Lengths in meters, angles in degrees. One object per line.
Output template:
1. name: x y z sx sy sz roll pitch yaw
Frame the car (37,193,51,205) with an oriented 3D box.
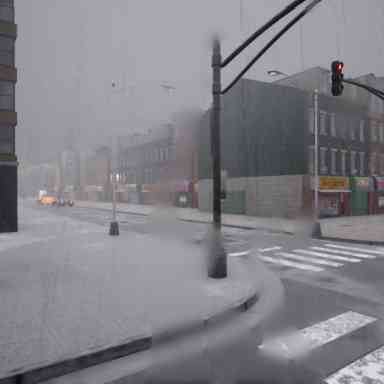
1. car: -23.806 1.163 54.049 2.097 1.767 4.553 0 0 -34

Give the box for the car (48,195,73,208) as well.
1. car: -17.958 1.443 45.901 1.895 1.301 4.718 0 0 -36
